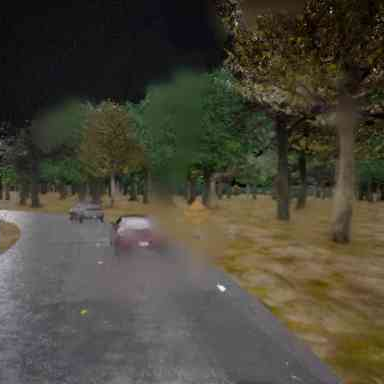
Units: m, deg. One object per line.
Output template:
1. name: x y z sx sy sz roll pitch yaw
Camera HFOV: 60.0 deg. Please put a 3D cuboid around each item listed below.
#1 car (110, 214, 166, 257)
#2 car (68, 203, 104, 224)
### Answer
1. car: -2.281 1.615 13.471 1.812 1.442 4.674 0 0 -17
2. car: -8.566 1.660 26.685 2.128 1.511 4.902 0 0 -33
